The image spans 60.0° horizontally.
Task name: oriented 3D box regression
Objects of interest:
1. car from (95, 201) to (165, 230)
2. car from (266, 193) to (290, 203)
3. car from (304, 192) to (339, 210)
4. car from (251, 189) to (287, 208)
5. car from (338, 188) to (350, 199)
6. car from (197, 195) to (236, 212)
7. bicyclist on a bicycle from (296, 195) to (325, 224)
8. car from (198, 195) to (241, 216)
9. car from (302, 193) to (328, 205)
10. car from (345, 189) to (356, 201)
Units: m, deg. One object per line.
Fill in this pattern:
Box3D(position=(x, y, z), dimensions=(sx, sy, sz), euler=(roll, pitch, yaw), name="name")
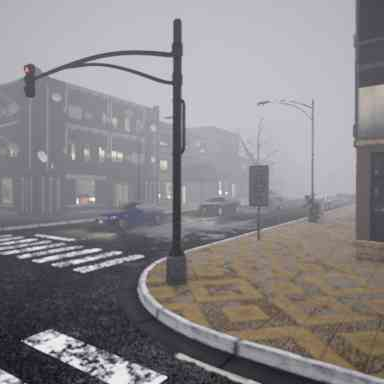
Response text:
Box3D(position=(-3.517, 1.299, 19.770), dimensions=(1.812, 1.442, 4.674), euler=(0, 1, 37), name="car")
Box3D(position=(12.231, 0.832, 47.143), dimensions=(1.802, 1.307, 4.206), euler=(2, 2, 35), name="car")
Box3D(position=(12.784, 1.027, 32.968), dimensions=(2.008, 1.369, 4.403), euler=(1, 2, 35), name="car")
Box3D(position=(8.437, 0.654, 37.042), dimensions=(2.150, 2.045, 5.566), euler=(0, 1, 35), name="car")
Box3D(position=(25.661, 0.526, 56.345), dimensions=(2.128, 1.511, 4.902), euler=(0, 1, 35), name="car")
Box3D(position=(2.522, 1.075, 33.272), dimensions=(2.008, 1.369, 4.403), euler=(2, 2, 35), name="car")
Box3D(position=(6.913, 1.025, 19.497), dimensions=(1.656, 1.620, 0.582), euler=(0, 1, 35), name="bicyclist on a bicycle")
Box3D(position=(2.426, 1.081, 28.369), dimensions=(1.882, 1.535, 5.008), euler=(0, 1, 35), name="car")
Box3D(position=(15.392, 0.826, 41.495), dimensions=(1.837, 1.490, 4.892), euler=(0, 0, 35), name="car")
Box3D(position=(25.538, 0.656, 51.592), dimensions=(1.887, 1.381, 4.507), euler=(1, 2, 35), name="car")
